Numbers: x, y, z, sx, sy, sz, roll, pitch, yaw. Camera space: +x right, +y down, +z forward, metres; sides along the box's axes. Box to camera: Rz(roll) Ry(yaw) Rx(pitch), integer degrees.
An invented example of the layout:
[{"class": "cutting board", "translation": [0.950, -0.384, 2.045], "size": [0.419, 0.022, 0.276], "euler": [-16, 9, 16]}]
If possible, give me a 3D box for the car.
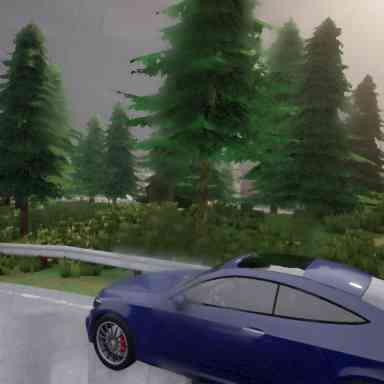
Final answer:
[{"class": "car", "translation": [0.796, 1.499, 4.072], "size": [4.674, 1.442, 1.812], "euler": [1, 1, 31]}]
